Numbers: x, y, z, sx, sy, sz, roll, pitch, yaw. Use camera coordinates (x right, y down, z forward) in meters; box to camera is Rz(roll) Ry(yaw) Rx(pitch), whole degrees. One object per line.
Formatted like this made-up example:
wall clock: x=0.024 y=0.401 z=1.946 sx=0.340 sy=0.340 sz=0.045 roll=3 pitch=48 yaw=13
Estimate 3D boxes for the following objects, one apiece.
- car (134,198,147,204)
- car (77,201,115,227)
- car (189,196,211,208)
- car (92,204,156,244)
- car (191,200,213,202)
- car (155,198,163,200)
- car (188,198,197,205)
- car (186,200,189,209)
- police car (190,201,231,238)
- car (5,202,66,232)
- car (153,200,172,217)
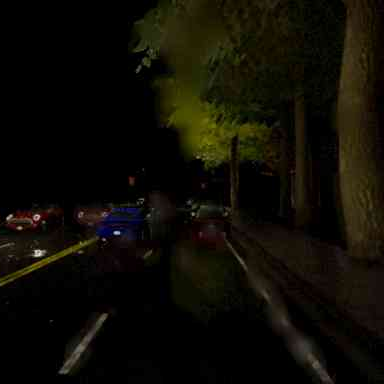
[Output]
car: x=-9.686 y=1.945 z=62.465 sx=2.128 sy=1.511 sz=4.902 roll=0 pitch=0 yaw=1
car: x=-6.562 y=1.504 z=23.817 sx=2.097 sy=1.767 sz=4.553 roll=0 pitch=0 yaw=0
car: x=1.027 y=1.456 z=34.560 sx=2.150 sy=2.045 sz=5.566 roll=0 pitch=0 yaw=0
car: x=-3.126 y=1.577 z=16.365 sx=1.882 sy=1.535 sz=5.008 roll=0 pitch=0 yaw=0
car: x=1.018 y=1.692 z=28.528 sx=1.837 sy=1.490 sz=4.892 roll=0 pitch=0 yaw=0
car: x=-6.423 y=1.966 z=64.647 sx=2.128 sy=1.511 sz=4.902 roll=0 pitch=0 yaw=1
car: x=0.106 y=2.035 z=70.808 sx=2.033 sy=1.411 sz=5.357 roll=0 pitch=0 yaw=0
car: x=0.079 y=1.928 z=51.848 sx=1.994 sy=1.385 sz=4.181 roll=0 pitch=0 yaw=0
police car: x=1.003 y=1.540 z=18.638 sx=1.930 sy=1.638 sz=5.238 roll=0 pitch=0 yaw=0
car: x=-9.816 y=1.485 z=21.218 sx=2.097 sy=1.767 sz=4.553 roll=0 pitch=0 yaw=0
car: x=-3.098 y=1.834 z=34.835 sx=1.895 sy=1.301 sz=4.718 roll=0 pitch=0 yaw=0
